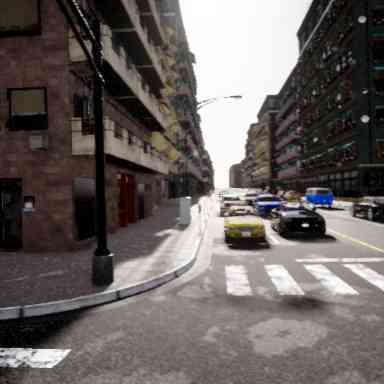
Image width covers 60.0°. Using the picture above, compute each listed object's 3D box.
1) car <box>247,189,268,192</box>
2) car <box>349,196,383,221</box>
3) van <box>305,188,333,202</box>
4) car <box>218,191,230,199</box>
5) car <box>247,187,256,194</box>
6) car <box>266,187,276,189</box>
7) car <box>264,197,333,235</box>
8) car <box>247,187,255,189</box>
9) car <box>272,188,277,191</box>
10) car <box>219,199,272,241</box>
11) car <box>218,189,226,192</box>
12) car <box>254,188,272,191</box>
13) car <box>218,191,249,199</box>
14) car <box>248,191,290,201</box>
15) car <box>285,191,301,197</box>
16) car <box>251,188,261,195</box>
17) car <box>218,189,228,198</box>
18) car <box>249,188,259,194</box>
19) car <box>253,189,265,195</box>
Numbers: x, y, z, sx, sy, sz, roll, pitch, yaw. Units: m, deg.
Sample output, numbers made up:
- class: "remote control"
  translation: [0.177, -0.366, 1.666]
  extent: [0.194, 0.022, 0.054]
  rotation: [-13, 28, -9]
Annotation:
- class: "car"
  translation: [6.395, 0.766, 34.970]
  extent: [1.882, 1.535, 5.008]
  rotation: [-2, 1, 5]
- class: "car"
  translation: [11.039, 0.927, 20.129]
  extent: [2.008, 1.369, 4.403]
  rotation: [-1, 1, 4]
- class: "van"
  translation: [11.904, 0.525, 31.375]
  extent: [1.690, 1.788, 3.998]
  rotation: [-1, 1, 4]
- class: "car"
  translation: [5.724, 0.486, 60.153]
  extent: [2.008, 1.369, 4.403]
  rotation: [-1, 1, 4]
- class: "car"
  translation: [16.675, -0.549, 93.252]
  extent: [2.192, 1.841, 5.009]
  rotation: [-1, 1, 4]
- class: "car"
  translation: [14.073, 0.020, 59.500]
  extent: [2.192, 1.841, 5.009]
  rotation: [-1, 1, 4]
- class: "car"
  translation: [4.900, 1.178, 15.940]
  extent: [1.994, 1.385, 4.181]
  rotation: [-2, 1, 4]
- class: "car"
  translation: [11.667, 0.214, 62.124]
  extent: [1.882, 1.535, 5.008]
  rotation: [-2, 1, 4]
- class: "car"
  translation: [13.209, 0.478, 48.255]
  extent: [1.802, 1.307, 4.206]
  rotation: [-1, 1, 4]
- class: "car"
  translation: [2.241, 1.231, 14.982]
  extent: [1.752, 1.417, 4.829]
  rotation: [-1, 1, 4]
- class: "car"
  translation: [4.857, 0.671, 48.903]
  extent: [1.887, 1.381, 4.507]
  rotation: [-1, 1, 4]
- class: "car"
  translation: [10.896, 0.470, 52.098]
  extent: [1.994, 1.385, 4.181]
  rotation: [-2, 1, 4]
- class: "car"
  translation: [3.120, 0.950, 26.400]
  extent: [1.967, 1.590, 4.097]
  rotation: [-1, 1, 4]
- class: "car"
  translation: [5.570, 0.943, 24.628]
  extent: [1.882, 1.535, 5.008]
  rotation: [-2, 1, 4]
- class: "car"
  translation: [12.787, 0.514, 42.798]
  extent: [1.752, 1.417, 4.829]
  rotation: [-1, 1, 4]
- class: "car"
  translation: [15.824, -0.153, 82.175]
  extent: [1.752, 1.417, 4.829]
  rotation: [-1, 1, 4]
- class: "car"
  translation: [6.157, 0.280, 65.776]
  extent: [1.967, 1.590, 4.097]
  rotation: [-1, 1, 4]
- class: "car"
  translation: [16.245, -0.219, 87.630]
  extent: [2.008, 1.369, 4.403]
  rotation: [-1, 1, 4]
- class: "car"
  translation: [15.377, -0.029, 76.380]
  extent: [2.008, 1.369, 4.403]
  rotation: [-1, 1, 4]
